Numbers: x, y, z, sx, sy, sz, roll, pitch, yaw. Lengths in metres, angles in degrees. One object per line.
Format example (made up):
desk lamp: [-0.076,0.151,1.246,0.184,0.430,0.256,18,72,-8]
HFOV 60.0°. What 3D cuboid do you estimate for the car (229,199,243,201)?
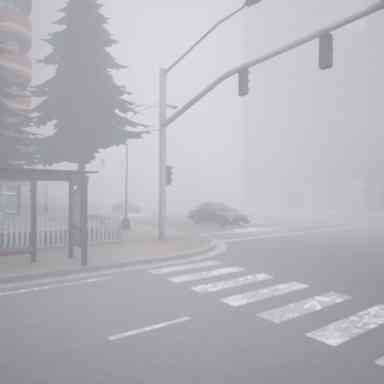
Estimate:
car: [2.123,1.644,29.530,1.837,1.490,4.892,0,0,-35]

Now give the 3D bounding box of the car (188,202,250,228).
car: [1.751,1.671,23.939,2.033,1.411,5.357,0,0,-34]

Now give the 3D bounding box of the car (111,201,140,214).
car: [-7.352,1.689,36.893,1.994,1.385,4.181,0,0,-35]
